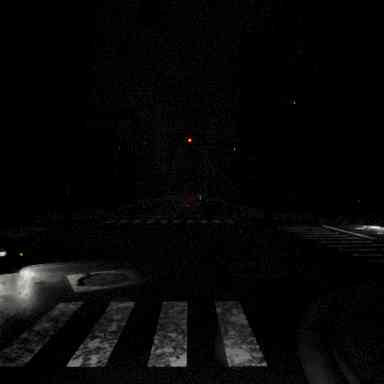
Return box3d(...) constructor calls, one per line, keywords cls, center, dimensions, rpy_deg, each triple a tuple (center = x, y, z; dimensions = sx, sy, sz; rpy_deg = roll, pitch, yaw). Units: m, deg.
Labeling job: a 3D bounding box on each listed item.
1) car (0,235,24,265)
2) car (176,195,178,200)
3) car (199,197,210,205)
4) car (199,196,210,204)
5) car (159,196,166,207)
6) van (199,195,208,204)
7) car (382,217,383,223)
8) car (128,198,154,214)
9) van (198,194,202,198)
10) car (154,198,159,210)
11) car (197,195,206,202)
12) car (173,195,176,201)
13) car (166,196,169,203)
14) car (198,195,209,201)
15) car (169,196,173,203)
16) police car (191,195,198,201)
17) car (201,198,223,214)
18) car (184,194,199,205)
box3d(cls="car", center=(-7.238, 1.577, 9.865), dimensions=(4.181, 1.385, 1.994), rpy_deg=(0, 0, 14))
box3d(cls="car", center=(-5.590, 1.721, 91.213), dimensions=(1.887, 1.381, 4.507), rpy_deg=(0, 0, 0))
box3d(cls="car", center=(2.391, 1.647, 63.647), dimensions=(2.008, 1.369, 4.403), rpy_deg=(0, 0, 0))
box3d(cls="car", center=(2.365, 1.641, 47.115), dimensions=(1.802, 1.307, 4.206), rpy_deg=(0, 0, 0))
box3d(cls="car", center=(-5.651, 1.653, 52.638), dimensions=(1.802, 1.307, 4.206), rpy_deg=(0, 0, 0))
box3d(cls="van", center=(2.400, 1.453, 69.158), dimensions=(1.690, 1.788, 3.998), rpy_deg=(0, 0, 0))
box3d(cls="car", center=(14.199, 1.511, 20.610), dimensions=(4.181, 1.385, 1.994), rpy_deg=(0, 0, 0))
box3d(cls="car", center=(-5.677, 1.480, 36.106), dimensions=(1.967, 1.590, 4.097), rpy_deg=(0, 0, 0))
box3d(cls="van", center=(2.382, 1.424, 58.136), dimensions=(1.690, 1.788, 3.998), rpy_deg=(0, 0, 0))
box3d(cls="car", center=(-5.668, 1.490, 41.617), dimensions=(1.967, 1.590, 4.097), rpy_deg=(0, 0, 0))
box3d(cls="car", center=(2.426, 1.600, 85.690), dimensions=(1.967, 1.590, 4.097), rpy_deg=(0, 0, 0))
box3d(cls="car", center=(-5.608, 1.694, 80.191), dimensions=(2.008, 1.369, 4.403), rpy_deg=(0, 0, 0))
box3d(cls="car", center=(-5.642, 1.634, 58.148), dimensions=(2.008, 1.369, 4.403), rpy_deg=(0, 0, 0))
box3d(cls="car", center=(2.374, 1.637, 52.626), dimensions=(1.947, 1.339, 4.313), rpy_deg=(0, 0, 0))
box3d(cls="car", center=(-5.625, 1.552, 69.170), dimensions=(1.967, 1.590, 4.097), rpy_deg=(0, 0, 0))
box3d(cls="police car", center=(0.621, 1.599, 90.173), dimensions=(1.930, 1.638, 5.238), rpy_deg=(0, 0, 0))
box3d(cls="car", center=(2.348, 1.606, 36.092), dimensions=(1.947, 1.339, 4.313), rpy_deg=(0, 0, 0))
box3d(cls="car", center=(-0.147, 1.574, 63.347), dimensions=(1.882, 1.535, 5.008), rpy_deg=(0, 0, 0))
